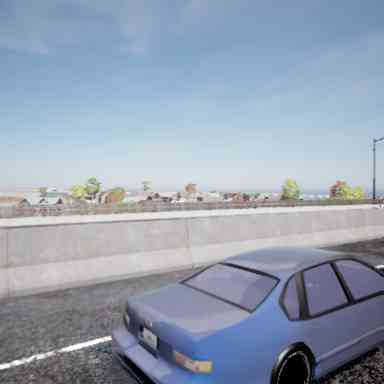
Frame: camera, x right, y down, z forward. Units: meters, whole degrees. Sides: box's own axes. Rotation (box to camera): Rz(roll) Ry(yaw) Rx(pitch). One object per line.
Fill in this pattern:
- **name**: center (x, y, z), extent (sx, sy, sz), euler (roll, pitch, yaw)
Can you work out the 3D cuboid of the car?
- **car**: center (1.615, 1.547, 4.885), extent (5.357, 1.411, 2.033), euler (0, 0, -35)
